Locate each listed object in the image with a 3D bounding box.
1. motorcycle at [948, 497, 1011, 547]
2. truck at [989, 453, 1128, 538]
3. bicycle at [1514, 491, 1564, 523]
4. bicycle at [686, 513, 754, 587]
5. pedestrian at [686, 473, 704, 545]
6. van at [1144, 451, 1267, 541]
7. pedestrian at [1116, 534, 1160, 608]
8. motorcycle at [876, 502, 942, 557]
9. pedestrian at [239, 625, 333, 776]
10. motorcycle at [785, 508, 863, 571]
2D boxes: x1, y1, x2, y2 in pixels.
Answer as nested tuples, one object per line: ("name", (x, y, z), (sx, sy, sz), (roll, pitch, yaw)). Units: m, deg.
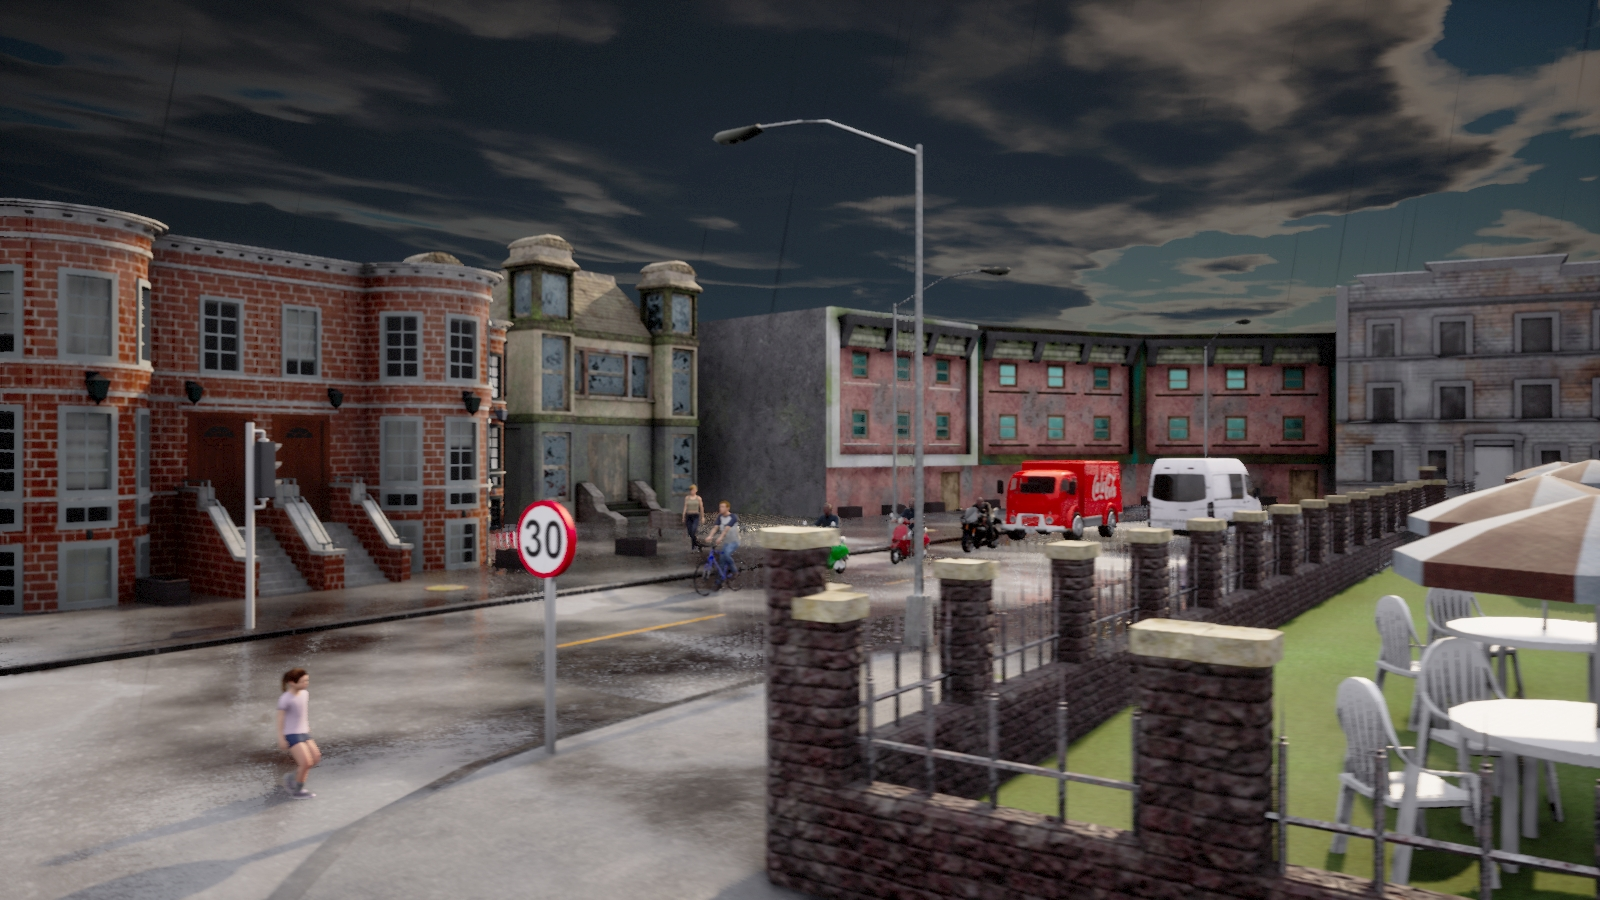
("motorcycle", (5.026, 1.985, 31.837), (0.867, 1.251, 2.209), (0, 0, 35))
("truck", (8.307, 1.347, 36.290), (2.627, 2.467, 5.204), (0, 0, 33))
("bicycle", (26.531, 2.036, 41.019), (1.487, 1.080, 0.859), (0, 0, 34))
("bicycle", (-1.542, 1.936, 22.358), (0.373, 1.296, 1.643), (0, 0, 35))
("pedestrian", (-2.736, 1.525, 29.720), (0.375, 1.860, 0.375), (0, 0, 9))
("van", (12.752, 1.314, 35.642), (1.988, 2.561, 5.915), (0, 0, 36))
("pedestrian", (5.333, 1.897, 18.026), (0.500, 1.100, 0.500), (0, 0, -45))
("motorcycle", (2.725, 1.962, 28.442), (0.856, 1.236, 1.805), (0, 0, 35))
("pedestrian", (-4.145, 2.008, 9.241), (0.500, 1.100, 0.500), (0, 0, 9))
("motorcycle", (0.549, 1.962, 25.346), (0.856, 1.236, 1.805), (0, 0, 35))
